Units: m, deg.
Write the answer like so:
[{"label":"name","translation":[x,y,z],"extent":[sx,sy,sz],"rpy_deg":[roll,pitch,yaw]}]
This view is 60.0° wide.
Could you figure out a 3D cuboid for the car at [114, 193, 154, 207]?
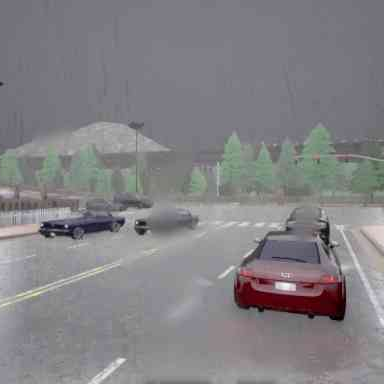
[{"label":"car","translation":[-7.704,1.216,43.111],"extent":[5.566,2.045,2.150],"rpy_deg":[0,0,20]}]

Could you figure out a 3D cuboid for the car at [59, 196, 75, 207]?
[{"label":"car","translation":[-18.464,1.304,46.991],"extent":[4.553,1.767,2.097],"rpy_deg":[1,0,20]}]

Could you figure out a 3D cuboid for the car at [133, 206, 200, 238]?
[{"label":"car","translation":[-1.248,1.601,18.073],"extent":[1.895,1.301,4.718],"rpy_deg":[0,0,22]}]

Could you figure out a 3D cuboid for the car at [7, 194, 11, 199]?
[{"label":"car","translation":[-21.516,1.401,44.370],"extent":[4.902,1.511,2.128],"rpy_deg":[2,1,20]}]

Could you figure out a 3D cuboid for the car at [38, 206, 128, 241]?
[{"label":"car","translation":[-5.448,1.601,17.029],"extent":[1.895,1.301,4.718],"rpy_deg":[0,0,22]}]

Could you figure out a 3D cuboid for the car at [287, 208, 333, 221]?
[{"label":"car","translation":[5.537,1.491,15.787],"extent":[2.128,1.511,4.902],"rpy_deg":[0,0,22]}]

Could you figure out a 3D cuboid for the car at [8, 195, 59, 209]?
[{"label":"car","translation":[-18.858,1.471,39.690],"extent":[4.902,1.511,2.128],"rpy_deg":[0,0,20]}]

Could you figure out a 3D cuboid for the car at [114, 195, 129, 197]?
[{"label":"car","translation":[-10.641,1.501,40.452],"extent":[4.892,1.490,1.837],"rpy_deg":[0,0,20]}]

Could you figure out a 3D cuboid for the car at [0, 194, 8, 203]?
[{"label":"car","translation":[-28.484,1.045,50.622],"extent":[4.674,1.442,1.812],"rpy_deg":[4,1,20]}]

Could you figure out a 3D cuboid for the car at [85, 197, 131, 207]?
[{"label":"car","translation":[-9.222,1.563,36.219],"extent":[4.181,1.385,1.994],"rpy_deg":[0,0,20]}]

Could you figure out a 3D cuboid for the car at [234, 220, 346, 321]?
[{"label":"car","translation":[2.288,1.564,7.492],"extent":[1.994,1.385,4.181],"rpy_deg":[0,0,21]}]
